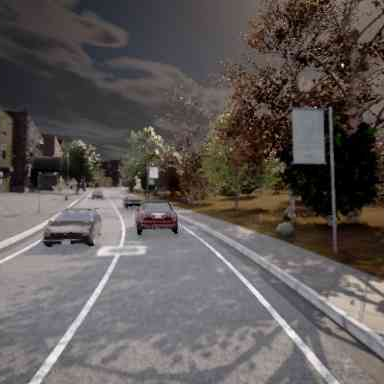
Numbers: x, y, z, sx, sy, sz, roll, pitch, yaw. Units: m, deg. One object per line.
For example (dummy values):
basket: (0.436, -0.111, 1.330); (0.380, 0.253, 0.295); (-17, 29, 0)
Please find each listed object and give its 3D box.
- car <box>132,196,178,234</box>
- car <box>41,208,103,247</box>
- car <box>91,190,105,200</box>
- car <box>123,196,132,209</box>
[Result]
car: (-2.087, 1.205, 18.617); (2.097, 1.767, 4.553); (1, 1, -11)
car: (-5.022, 1.422, 14.700); (2.033, 1.411, 5.357); (0, 1, -10)
car: (-15.139, 0.405, 53.514); (1.837, 1.490, 4.892); (1, 1, -15)
car: (-6.334, 1.049, 35.640); (1.895, 1.301, 4.718); (1, 1, -16)
